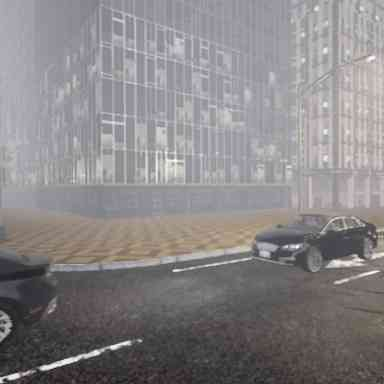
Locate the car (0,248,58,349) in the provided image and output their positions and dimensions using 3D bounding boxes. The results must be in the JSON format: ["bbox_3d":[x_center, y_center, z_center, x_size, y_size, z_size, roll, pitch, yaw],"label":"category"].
[{"bbox_3d":[-4.448,1.514,4.512,4.892,1.490,1.837,0,0,-36],"label":"car"}]

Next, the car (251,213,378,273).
[{"bbox_3d":[3.996,1.433,10.537,4.902,1.511,2.128,0,0,-35],"label":"car"}]
